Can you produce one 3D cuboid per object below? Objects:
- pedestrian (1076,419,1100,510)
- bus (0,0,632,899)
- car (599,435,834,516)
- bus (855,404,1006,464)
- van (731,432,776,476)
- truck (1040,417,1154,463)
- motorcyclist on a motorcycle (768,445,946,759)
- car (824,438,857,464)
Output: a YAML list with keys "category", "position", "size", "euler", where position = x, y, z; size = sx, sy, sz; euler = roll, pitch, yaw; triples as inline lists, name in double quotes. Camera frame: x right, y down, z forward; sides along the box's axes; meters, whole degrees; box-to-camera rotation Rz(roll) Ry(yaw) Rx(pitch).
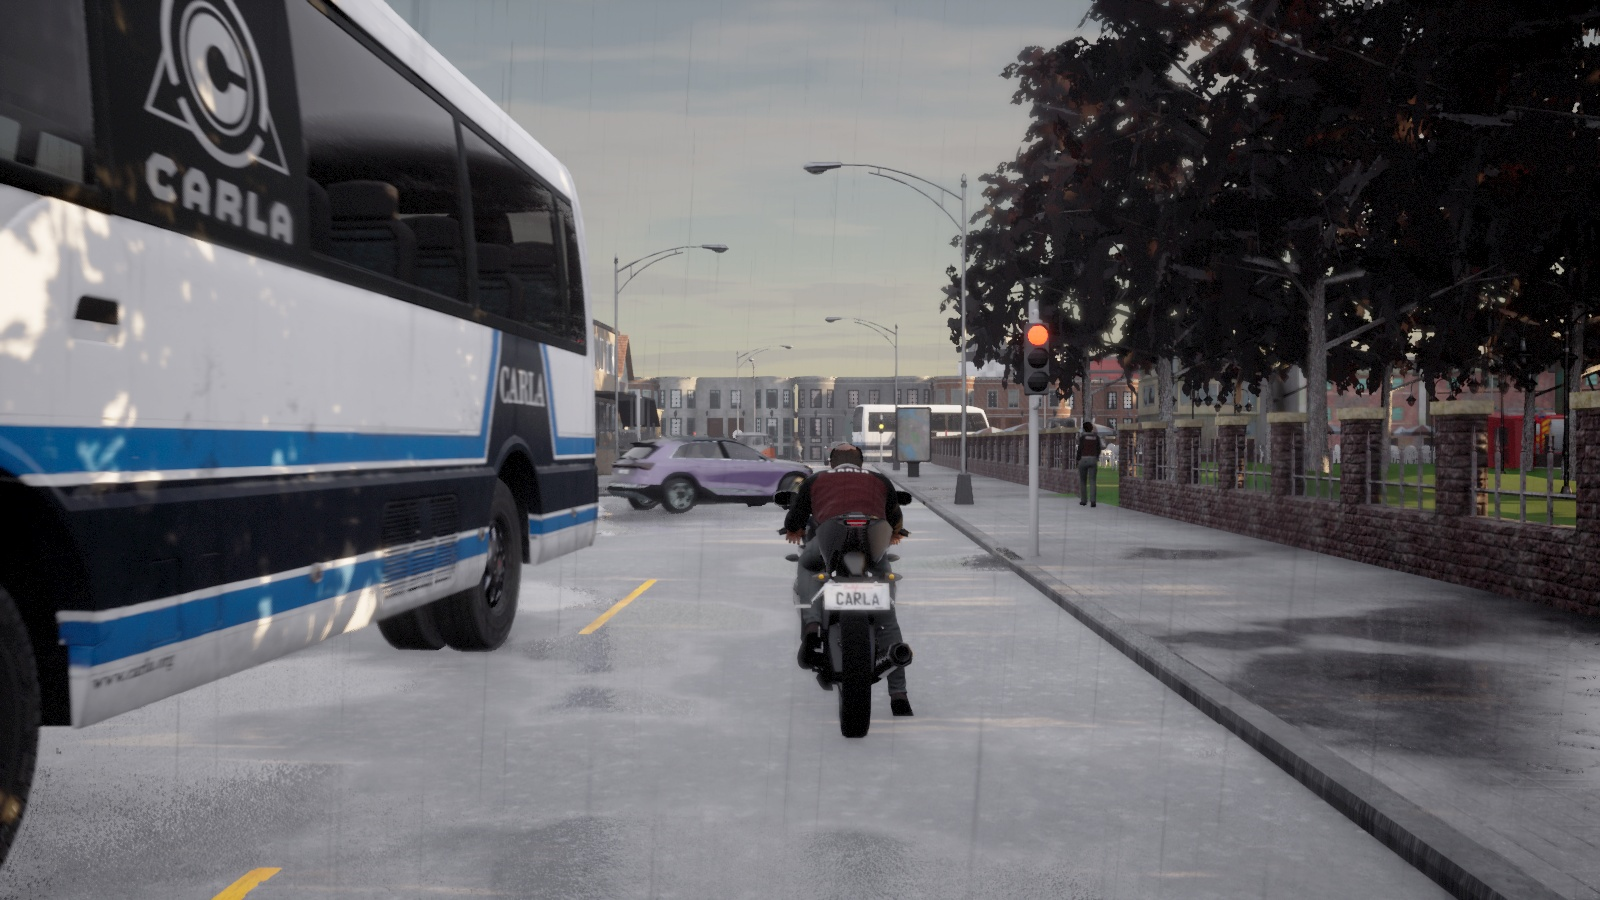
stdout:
- category: "pedestrian"
  position: [6.220, 0.308, 27.129]
  size: [0.402, 1.930, 0.666]
  euler: [0, 0, 2]
- category: "bus"
  position: [-3.795, -0.669, 6.442]
  size: [3.944, 4.253, 10.273]
  euler: [0, 0, 3]
- category: "car"
  position: [-1.810, 0.517, 28.006]
  size: [4.856, 1.649, 2.033]
  euler: [0, 1, -34]
- category: "bus"
  position: [9.446, -1.140, 91.628]
  size: [10.273, 4.253, 3.944]
  euler: [0, 0, -12]
- category: "van"
  position: [-2.134, 0.169, 58.141]
  size: [1.775, 1.987, 4.442]
  euler: [0, 0, 2]
- category: "truck"
  position: [22.212, -0.750, 94.248]
  size: [7.936, 3.462, 2.891]
  euler: [0, 0, 2]
- category: "motorcyclist on a motorcycle"
  position: [0.271, 0.741, 7.237]
  size: [0.866, 1.530, 2.191]
  euler: [0, 0, 0]
- category: "car"
  position: [2.692, 0.054, 83.680]
  size: [2.152, 1.651, 5.027]
  euler: [0, 0, 2]
